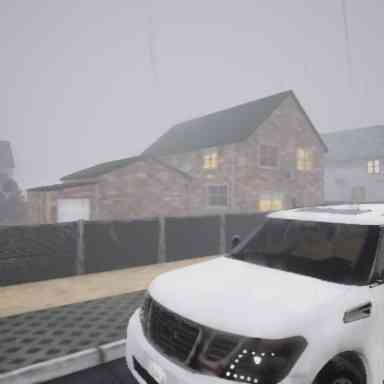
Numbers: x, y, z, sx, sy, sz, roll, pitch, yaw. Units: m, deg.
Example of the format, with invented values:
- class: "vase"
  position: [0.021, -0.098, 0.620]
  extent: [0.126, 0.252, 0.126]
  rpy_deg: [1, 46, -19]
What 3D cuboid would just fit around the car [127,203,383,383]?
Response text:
- class: "car"
  position: [1.960, 1.215, 4.477]
  extent: [5.566, 2.045, 2.150]
  rpy_deg: [0, 0, -35]
